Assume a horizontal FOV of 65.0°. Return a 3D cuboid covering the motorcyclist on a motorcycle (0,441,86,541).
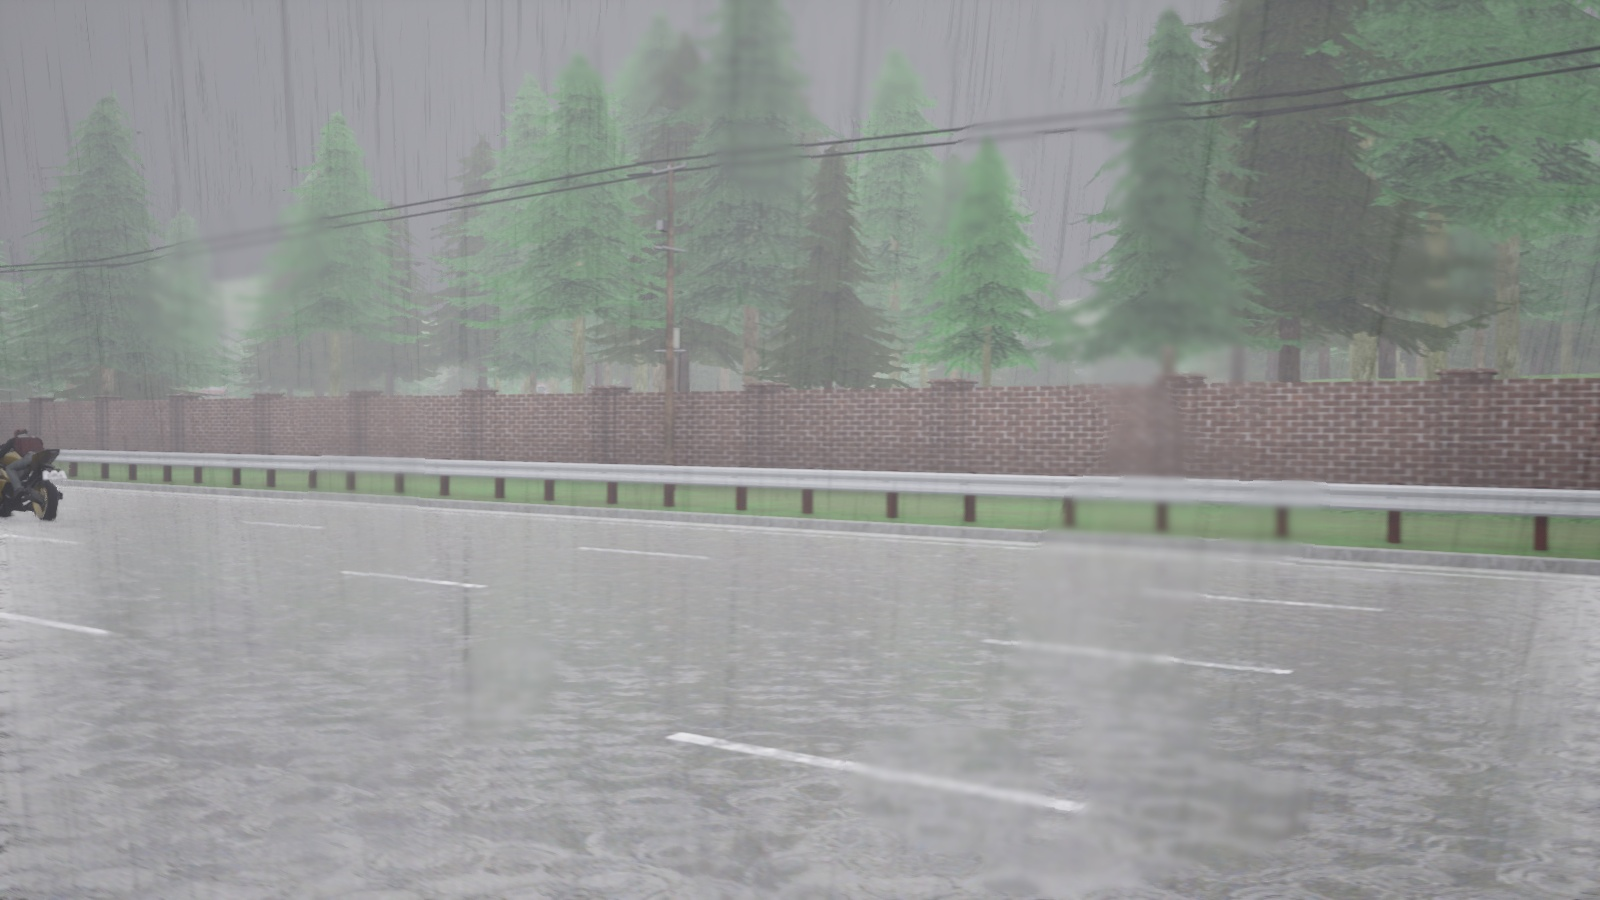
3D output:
[{"bbox_3d":[-12.616,0.634,20.421,2.191,1.530,0.866,0,1,35],"label":"motorcyclist on a motorcycle"}]
